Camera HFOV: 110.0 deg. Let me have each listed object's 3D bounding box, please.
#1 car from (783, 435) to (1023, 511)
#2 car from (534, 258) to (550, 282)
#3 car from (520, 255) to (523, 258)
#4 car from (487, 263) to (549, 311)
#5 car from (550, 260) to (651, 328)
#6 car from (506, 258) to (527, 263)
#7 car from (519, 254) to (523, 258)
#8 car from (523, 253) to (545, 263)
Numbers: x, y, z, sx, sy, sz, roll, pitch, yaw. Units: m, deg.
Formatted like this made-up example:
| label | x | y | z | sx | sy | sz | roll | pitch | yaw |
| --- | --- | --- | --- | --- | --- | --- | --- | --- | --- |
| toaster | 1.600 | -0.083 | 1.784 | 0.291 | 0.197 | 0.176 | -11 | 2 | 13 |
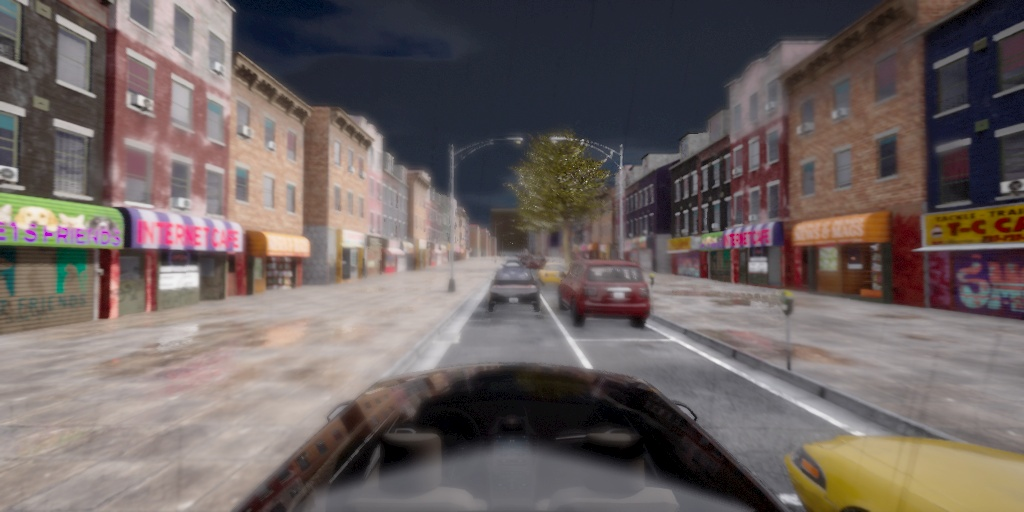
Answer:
| label | x | y | z | sx | sy | sz | roll | pitch | yaw |
| --- | --- | --- | --- | --- | --- | --- | --- | --- | --- |
| car | 2.639 | 1.275 | 0.347 | 1.751 | 1.417 | 4.829 | 0 | 0 | 0 |
| car | 2.761 | 1.109 | 24.138 | 1.801 | 1.575 | 5.366 | 0 | 0 | 0 |
| car | 2.668 | 0.876 | 55.769 | 1.948 | 1.339 | 4.313 | 0 | 0 | 0 |
| car | 0.079 | 1.213 | 14.149 | 2.128 | 1.511 | 4.902 | 0 | 0 | 0 |
| car | 2.644 | 1.047 | 11.300 | 2.192 | 1.841 | 5.009 | 0 | 0 | 0 |
| car | 0.092 | 1.127 | 30.252 | 1.812 | 1.442 | 4.674 | 0 | 1 | 0 |
| car | 2.670 | 0.797 | 61.325 | 1.948 | 1.339 | 4.313 | 0 | 0 | 0 |
| car | 2.659 | 0.831 | 39.098 | 2.192 | 1.841 | 5.009 | 0 | 0 | 0 |
